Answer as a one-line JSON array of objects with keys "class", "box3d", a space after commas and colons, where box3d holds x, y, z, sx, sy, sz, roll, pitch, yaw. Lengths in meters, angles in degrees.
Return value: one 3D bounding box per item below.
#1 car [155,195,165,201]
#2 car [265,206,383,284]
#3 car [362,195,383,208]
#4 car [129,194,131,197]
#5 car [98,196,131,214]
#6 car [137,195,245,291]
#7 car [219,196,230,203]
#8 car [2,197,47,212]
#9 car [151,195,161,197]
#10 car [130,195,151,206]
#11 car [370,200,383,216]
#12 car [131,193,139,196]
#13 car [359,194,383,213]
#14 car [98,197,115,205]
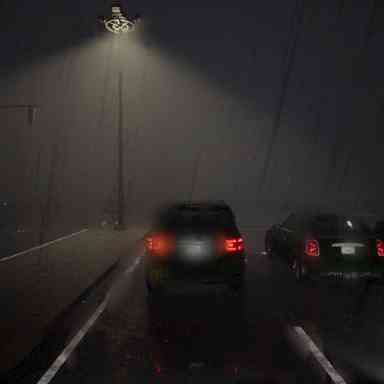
[{"class": "car", "box3d": [-8.042, 1.539, 83.803, 2.033, 1.411, 5.357, 0, 0, 0]}, {"class": "car", "box3d": [3.571, 1.352, 9.723, 2.097, 1.767, 4.553, 0, 0, 0]}, {"class": "car", "box3d": [7.071, 1.221, 8.849, 2.150, 2.045, 5.566, 0, 0, 0]}, {"class": "car", "box3d": [-15.058, 1.595, 72.069, 1.895, 1.301, 4.718, 0, 0, 0]}, {"class": "car", "box3d": [-8.128, 1.504, 35.258, 1.837, 1.490, 4.892, 0, 0, 0]}, {"class": "car", "box3d": [0.072, 1.221, 9.156, 2.150, 2.045, 5.566, 0, 0, 0]}, {"class": "car", "box3d": [6.965, 1.555, 70.992, 1.994, 1.385, 4.181, 0, 0, 0]}, {"class": "car", "box3d": [-19.519, 1.352, 38.823, 4.553, 1.767, 2.097, 0, -1, -31]}, {"class": "car", "box3d": [-8.056, 1.506, 69.180, 2.128, 1.511, 4.902, 0, 0, 0]}, {"class": "car", "box3d": [-8.133, 1.601, 53.050, 1.895, 1.301, 4.718, 0, 0, 0]}, {"class": "car", "box3d": [20.725, 1.547, 32.627, 5.357, 1.411, 2.033, 0, 0, 1]}, {"class": "car", "box3d": [-15.011, 1.188, 87.043, 2.150, 2.045, 5.566, 0, 0, 1]}, {"class": "car", "box3d": [21.514, 1.222, 36.117, 5.566, 2.045, 2.150, 0, 0, 1]}, {"class": "car", "box3d": [-15.121, 1.564, 58.871, 1.994, 1.385, 4.181, 0, 0, 0]}]
